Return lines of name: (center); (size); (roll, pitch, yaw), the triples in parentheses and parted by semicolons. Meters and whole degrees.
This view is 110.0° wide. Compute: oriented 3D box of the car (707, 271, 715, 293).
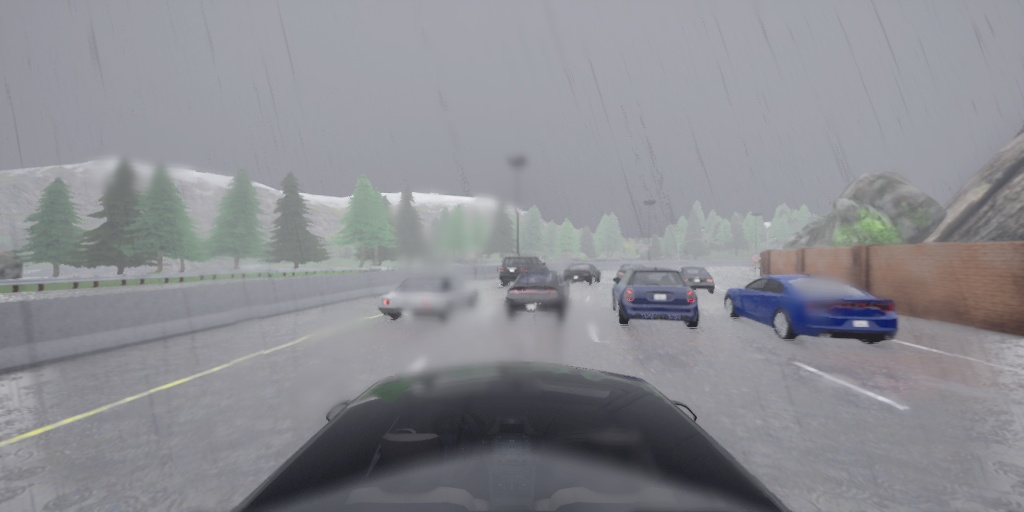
car: (10.613, 1.333, 21.088); (2.033, 1.411, 5.357); (0, 0, 22)

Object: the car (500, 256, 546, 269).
car: (0.999, 1.018, 25.263); (2.150, 2.045, 5.566); (0, 0, 22)

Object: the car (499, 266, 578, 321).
car: (1.065, 1.263, 12.601); (2.128, 1.511, 4.902); (0, 0, 12)

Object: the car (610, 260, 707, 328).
car: (4.456, 1.122, 11.741); (2.097, 1.767, 4.553); (0, 0, 13)

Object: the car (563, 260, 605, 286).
car: (5.284, 1.274, 26.325); (1.882, 1.535, 5.008); (0, 0, 24)

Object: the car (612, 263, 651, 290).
car: (8.136, 1.283, 24.130); (2.128, 1.511, 4.902); (0, 0, 23)

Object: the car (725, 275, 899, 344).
car: (7.615, 1.242, 9.811); (1.882, 1.535, 5.008); (0, 0, 10)

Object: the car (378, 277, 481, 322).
car: (-2.545, 1.372, 12.428); (1.895, 1.301, 4.718); (0, 0, 11)
